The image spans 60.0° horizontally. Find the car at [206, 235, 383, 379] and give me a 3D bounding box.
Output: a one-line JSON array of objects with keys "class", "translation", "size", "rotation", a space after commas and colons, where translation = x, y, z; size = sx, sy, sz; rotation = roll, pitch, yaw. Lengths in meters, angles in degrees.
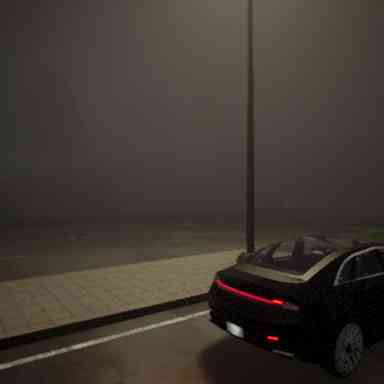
[{"class": "car", "translation": [2.504, 1.490, 5.531], "size": [4.902, 1.511, 2.128], "rotation": [0, 0, -35]}]
